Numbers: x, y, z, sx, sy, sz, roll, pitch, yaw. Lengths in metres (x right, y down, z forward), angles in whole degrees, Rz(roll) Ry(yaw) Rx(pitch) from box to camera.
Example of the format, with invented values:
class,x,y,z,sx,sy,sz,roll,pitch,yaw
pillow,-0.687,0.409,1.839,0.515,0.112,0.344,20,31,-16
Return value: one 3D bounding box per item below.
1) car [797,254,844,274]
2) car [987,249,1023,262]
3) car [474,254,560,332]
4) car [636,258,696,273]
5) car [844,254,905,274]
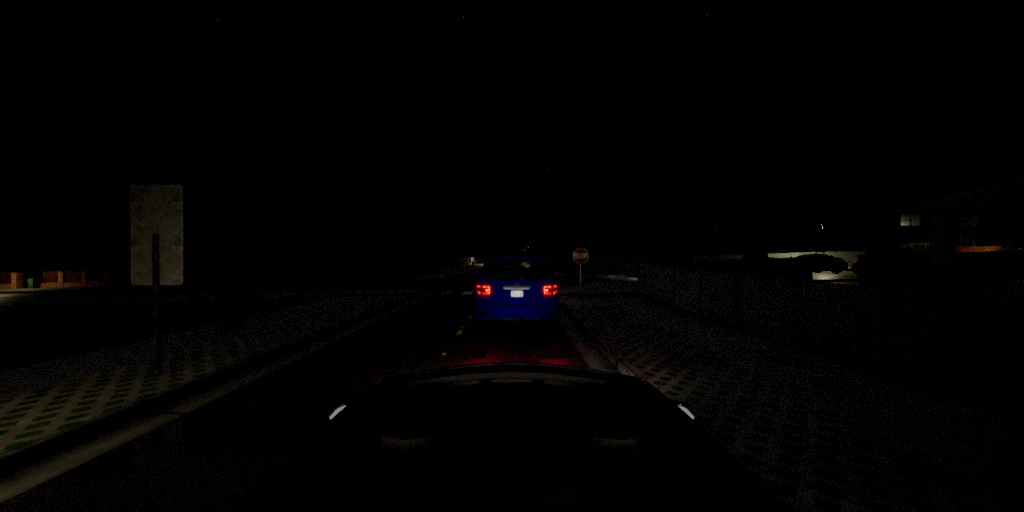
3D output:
class,x,y,z,sx,sy,sz,roll,pitch,yaw
car,22.094,0.576,26.653,4.674,1.442,1.812,-2,0,0
car,36.808,0.197,26.705,5.357,1.411,2.033,-2,0,0
car,0.122,0.963,10.937,2.150,2.045,5.566,0,0,0
car,12.133,0.872,26.624,5.357,1.411,2.033,-2,0,0
car,25.177,0.543,23.727,4.181,1.385,1.994,-2,0,0
